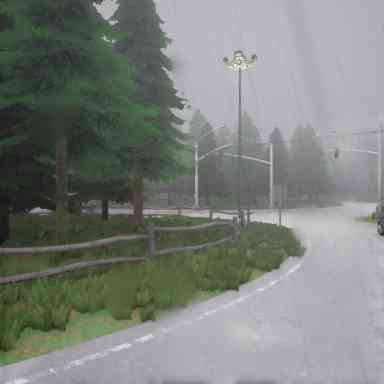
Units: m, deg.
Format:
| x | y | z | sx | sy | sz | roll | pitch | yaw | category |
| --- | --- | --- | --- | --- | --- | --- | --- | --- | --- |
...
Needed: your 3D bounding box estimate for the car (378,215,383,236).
| x | y | z | sx | sy | sz | roll | pitch | yaw | category |
| --- | --- | --- | --- | --- | --- | --- | --- | --- | --- |
| 10.250 | 1.352 | 15.377 | 2.097 | 1.767 | 4.553 | 0 | 0 | 15 | car |
